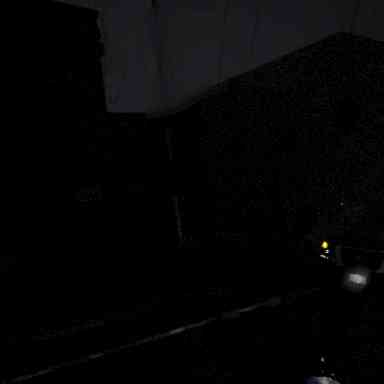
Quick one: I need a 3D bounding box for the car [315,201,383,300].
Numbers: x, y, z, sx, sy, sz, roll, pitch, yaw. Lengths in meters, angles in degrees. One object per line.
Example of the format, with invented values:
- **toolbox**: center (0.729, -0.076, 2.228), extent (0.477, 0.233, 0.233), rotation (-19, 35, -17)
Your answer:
- **car**: center (5.123, 1.160, 7.450), extent (5.566, 2.045, 2.150), rotation (0, 0, -36)
